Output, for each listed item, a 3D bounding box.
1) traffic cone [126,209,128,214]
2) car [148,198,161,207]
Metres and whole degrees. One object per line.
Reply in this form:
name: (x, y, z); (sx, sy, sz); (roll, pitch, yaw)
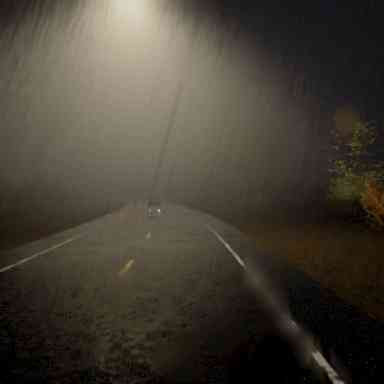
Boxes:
traffic cone: (-6.579, 1.941, 33.730); (0.340, 0.580, 0.340); (0, 0, -6)
car: (-5.882, 1.641, 51.573); (1.895, 1.301, 4.718); (0, 0, -8)
